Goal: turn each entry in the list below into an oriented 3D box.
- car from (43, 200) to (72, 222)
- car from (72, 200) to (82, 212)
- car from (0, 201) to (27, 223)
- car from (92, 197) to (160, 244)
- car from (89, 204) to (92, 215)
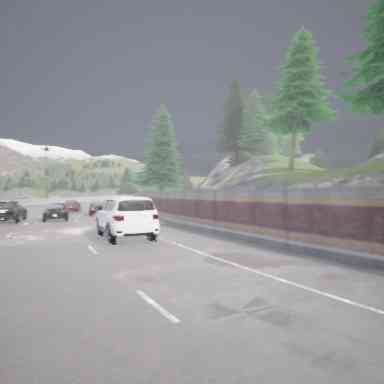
[{"bbox_3d":[-11.194,1.629,27.575,1.812,1.442,4.674,0,0,-18],"label":"car"},{"bbox_3d":[-14.577,1.703,40.270,1.994,1.385,4.181,0,0,-13],"label":"car"},{"bbox_3d":[-14.533,1.480,26.490,2.097,1.767,4.553,0,0,-18],"label":"car"},{"bbox_3d":[-3.305,1.256,16.390,2.150,2.045,5.566,-1,0,-24],"label":"car"},{"bbox_3d":[-9.675,1.698,34.666,1.895,1.301,4.718,0,0,-15],"label":"car"}]
